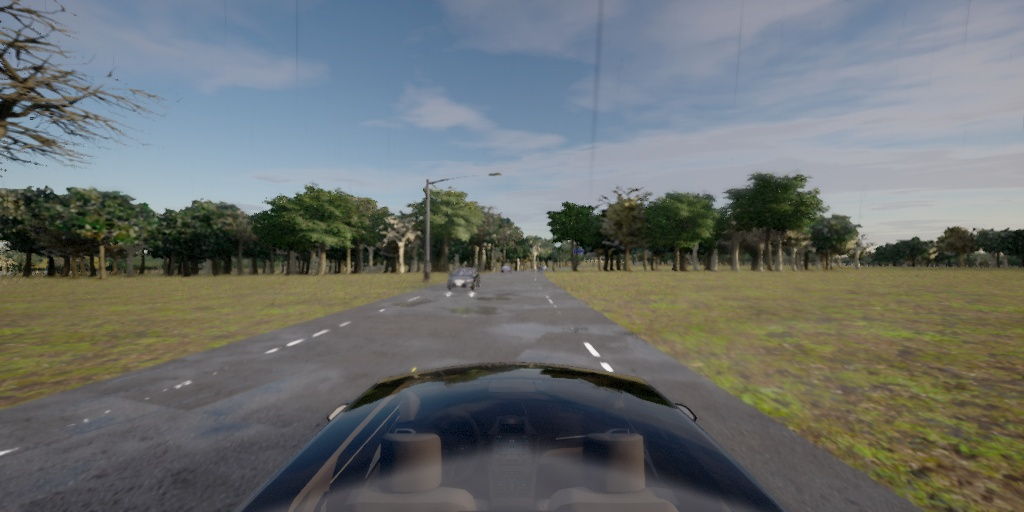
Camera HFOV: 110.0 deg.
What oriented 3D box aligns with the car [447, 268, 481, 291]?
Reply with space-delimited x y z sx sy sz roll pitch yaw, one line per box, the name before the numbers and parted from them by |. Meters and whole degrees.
car | -3.269 1.565 25.110 2.128 1.511 4.902 0 -1 2
